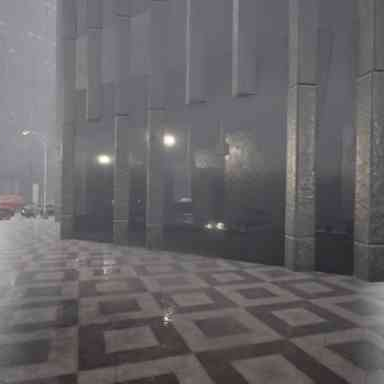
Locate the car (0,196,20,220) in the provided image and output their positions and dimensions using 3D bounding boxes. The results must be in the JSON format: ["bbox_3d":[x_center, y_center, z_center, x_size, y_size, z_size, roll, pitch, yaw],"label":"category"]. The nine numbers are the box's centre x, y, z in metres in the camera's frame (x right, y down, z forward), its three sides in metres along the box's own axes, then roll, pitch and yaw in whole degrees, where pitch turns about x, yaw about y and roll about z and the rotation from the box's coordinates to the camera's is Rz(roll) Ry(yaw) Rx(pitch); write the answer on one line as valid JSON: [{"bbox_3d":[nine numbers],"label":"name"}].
[{"bbox_3d":[-17.051,1.452,26.664,2.192,1.841,5.009,1,0,35],"label":"car"}]

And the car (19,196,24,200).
[{"bbox_3d":[-20.725,1.340,36.210,2.192,1.841,5.009,1,0,35],"label":"car"}]

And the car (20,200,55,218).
[{"bbox_3d":[-13.785,1.732,31.265,1.947,1.339,4.313,1,0,35],"label":"car"}]

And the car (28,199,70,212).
[{"bbox_3d":[-17.460,1.620,40.810,1.947,1.339,4.313,1,0,35],"label":"car"}]
